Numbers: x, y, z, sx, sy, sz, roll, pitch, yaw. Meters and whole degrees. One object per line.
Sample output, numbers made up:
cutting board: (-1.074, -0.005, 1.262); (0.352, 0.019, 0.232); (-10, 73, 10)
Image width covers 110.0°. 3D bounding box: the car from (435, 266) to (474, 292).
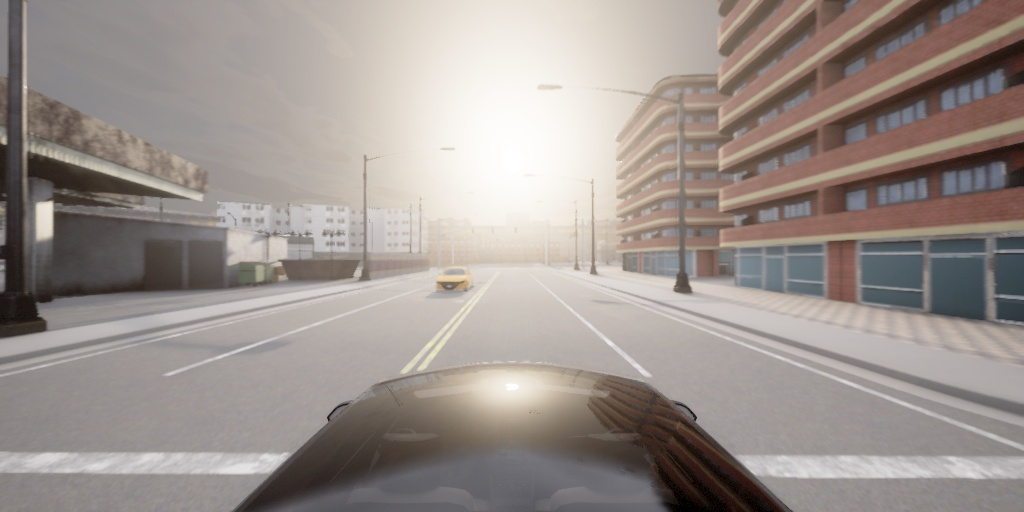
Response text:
car: (-3.546, 1.412, 22.801); (1.882, 1.535, 5.008); (0, 1, 0)
